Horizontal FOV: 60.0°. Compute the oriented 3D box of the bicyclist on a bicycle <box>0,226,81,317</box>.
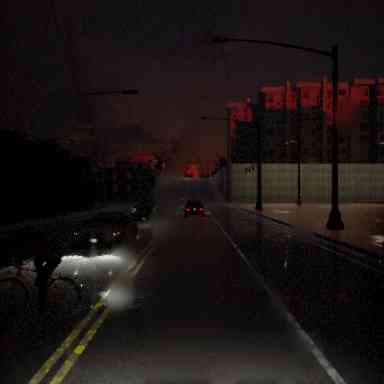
[{"bbox_3d":[-2.881,1.454,6.125,1.656,1.620,0.582,-1,0,0],"label":"bicyclist on a bicycle"}]

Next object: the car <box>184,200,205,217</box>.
[{"bbox_3d":[0.235,1.547,31.343,2.033,1.411,5.357,0,0,0],"label":"car"}]

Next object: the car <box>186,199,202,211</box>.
[{"bbox_3d":[0.278,1.601,41.696,1.895,1.301,4.718,0,0,0],"label":"car"}]

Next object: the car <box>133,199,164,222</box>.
[{"bbox_3d":[-3.461,1.352,26.289,2.097,1.767,4.553,0,0,1],"label":"car"}]

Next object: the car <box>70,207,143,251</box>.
[{"bbox_3d":[-3.513,1.563,13.933,1.994,1.385,4.181,0,0,0],"label":"car"}]
